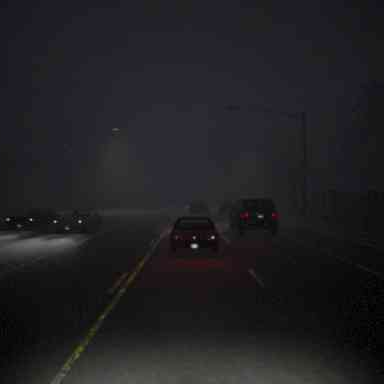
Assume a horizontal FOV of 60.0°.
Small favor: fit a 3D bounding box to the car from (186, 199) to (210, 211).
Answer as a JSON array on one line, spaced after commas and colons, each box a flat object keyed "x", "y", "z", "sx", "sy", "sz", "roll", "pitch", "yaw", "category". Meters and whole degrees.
[{"x": 1.023, "y": 1.807, "z": 40.676, "sx": 1.882, "sy": 1.535, "sz": 5.008, "roll": -1, "pitch": 0, "yaw": 10, "category": "car"}]

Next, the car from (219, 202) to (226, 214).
[{"x": 4.335, "y": 1.835, "z": 39.308, "sx": 1.812, "sy": 1.442, "sz": 4.674, "roll": -1, "pitch": 0, "yaw": 9, "category": "car"}]

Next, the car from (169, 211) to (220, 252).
[{"x": 0.094, "y": 1.729, "z": 14.509, "sx": 1.895, "sy": 1.301, "sz": 4.718, "roll": 0, "pitch": 0, "yaw": 0, "category": "car"}]

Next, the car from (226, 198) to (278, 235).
[{"x": 3.592, "y": 1.399, "z": 20.091, "sx": 2.150, "sy": 2.045, "sz": 5.566, "roll": 0, "pitch": 0, "yaw": 0, "category": "car"}]

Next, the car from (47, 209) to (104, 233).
[{"x": -7.099, "y": 1.785, "z": 21.143, "sx": 1.895, "sy": 1.301, "sz": 4.718, "roll": 0, "pitch": 0, "yaw": 0, "category": "car"}]

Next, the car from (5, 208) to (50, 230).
[{"x": -10.591, "y": 1.797, "z": 22.599, "sx": 1.895, "sy": 1.301, "sz": 4.718, "roll": 0, "pitch": 0, "yaw": 0, "category": "car"}]

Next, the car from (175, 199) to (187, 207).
[{"x": -1.434, "y": 2.073, "z": 64.041, "sx": 2.128, "sy": 1.511, "sz": 4.902, "roll": -1, "pitch": -1, "yaw": 31, "category": "car"}]
